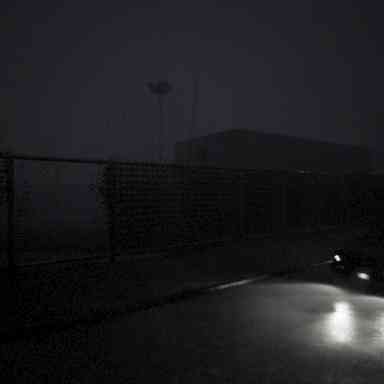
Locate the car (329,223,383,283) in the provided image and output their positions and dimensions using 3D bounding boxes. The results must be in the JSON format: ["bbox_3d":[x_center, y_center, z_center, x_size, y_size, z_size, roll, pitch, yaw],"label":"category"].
[{"bbox_3d":[6.023,1.512,9.170,5.357,1.411,2.033,0,0,-37],"label":"car"}]
